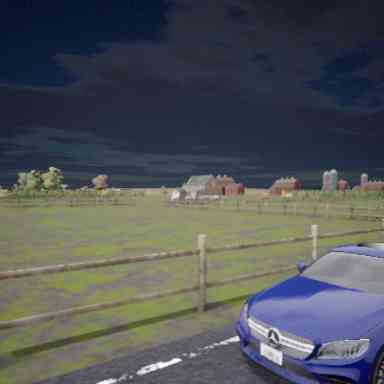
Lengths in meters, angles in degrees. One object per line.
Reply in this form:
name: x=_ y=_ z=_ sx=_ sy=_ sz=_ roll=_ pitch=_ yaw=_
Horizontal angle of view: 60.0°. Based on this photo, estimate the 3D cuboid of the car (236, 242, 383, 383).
car: x=2.779 y=1.555 z=5.053 sx=4.674 sy=1.442 sz=1.812 roll=0 pitch=0 yaw=-35
